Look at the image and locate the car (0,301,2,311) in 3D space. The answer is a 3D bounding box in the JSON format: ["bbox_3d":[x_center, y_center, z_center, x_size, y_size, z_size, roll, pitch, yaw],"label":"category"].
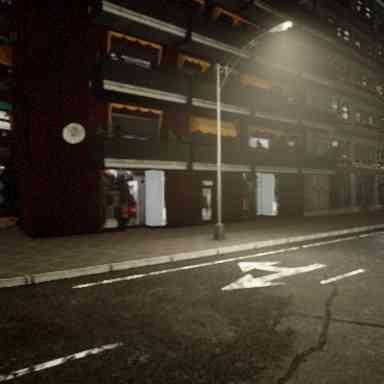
[{"bbox_3d":[-5.119,1.590,4.042,4.718,1.301,1.895,-1,1,-36],"label":"car"}]
